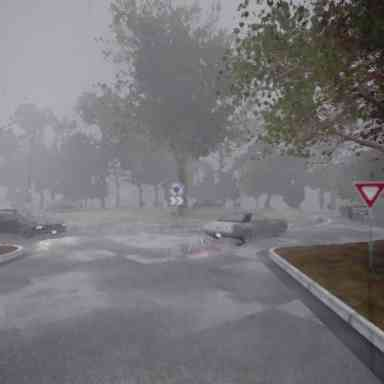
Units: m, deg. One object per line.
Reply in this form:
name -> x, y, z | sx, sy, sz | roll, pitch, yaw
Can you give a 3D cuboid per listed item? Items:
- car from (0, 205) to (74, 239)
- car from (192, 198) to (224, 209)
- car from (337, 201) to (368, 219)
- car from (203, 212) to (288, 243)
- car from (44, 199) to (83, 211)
car -> -9.122, 1.590, 17.694 | 5.357, 1.411, 2.033 | 0, 0, 29
car -> 2.314, 1.661, 47.712 | 4.674, 1.442, 1.812 | 0, 0, 13
car -> 14.473, 1.564, 29.798 | 2.128, 1.511, 4.902 | 0, 0, 10
car -> 2.802, 1.640, 16.415 | 4.718, 1.301, 1.895 | 0, 0, -44
car -> -15.413, 1.587, 39.902 | 2.128, 1.511, 4.902 | 0, 0, 32
